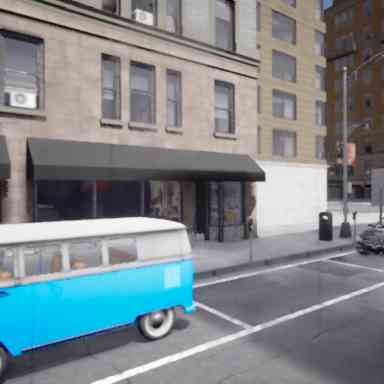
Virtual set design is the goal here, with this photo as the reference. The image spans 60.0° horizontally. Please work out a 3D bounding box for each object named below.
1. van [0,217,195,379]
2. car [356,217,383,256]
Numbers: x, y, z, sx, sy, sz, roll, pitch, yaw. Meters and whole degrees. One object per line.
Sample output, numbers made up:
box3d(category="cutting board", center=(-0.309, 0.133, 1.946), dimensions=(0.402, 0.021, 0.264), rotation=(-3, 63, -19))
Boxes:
box3d(category="van", center=(-1.858, 1.330, 4.863), dimensions=(3.998, 1.788, 1.690), rotation=(-1, 0, -36))
box3d(category="car", center=(7.361, 1.435, 11.442), dimensions=(4.403, 1.369, 2.008), rotation=(-1, 0, -36))
